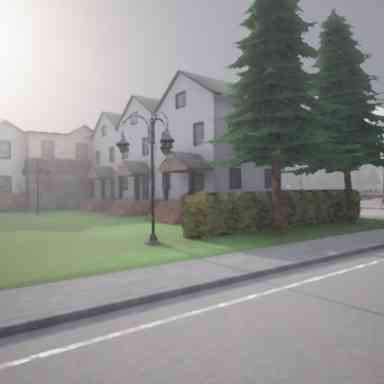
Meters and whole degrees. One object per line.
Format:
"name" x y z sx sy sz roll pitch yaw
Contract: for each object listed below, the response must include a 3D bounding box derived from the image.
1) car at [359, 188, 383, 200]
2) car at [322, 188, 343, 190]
"car" 27.514 0.334 49.478 1.932 1.855 4.605 -1 1 -36
"car" 30.253 0.076 72.898 1.905 1.878 3.866 -1 1 -36
